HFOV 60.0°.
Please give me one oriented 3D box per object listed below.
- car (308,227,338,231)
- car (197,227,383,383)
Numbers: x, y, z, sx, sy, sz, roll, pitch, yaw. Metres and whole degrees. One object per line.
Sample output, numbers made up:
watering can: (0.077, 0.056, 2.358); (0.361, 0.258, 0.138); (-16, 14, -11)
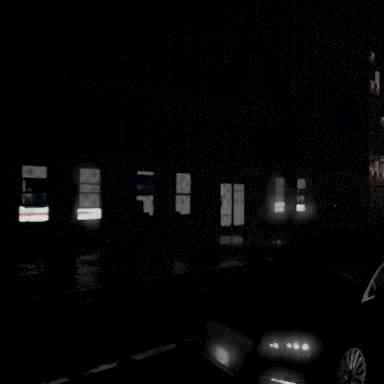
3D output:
car: (3.821, 1.657, 9.274); (4.206, 1.307, 1.802); (1, 0, -35)
car: (2.331, 1.534, 5.035); (4.902, 1.511, 2.128); (1, 0, -35)
